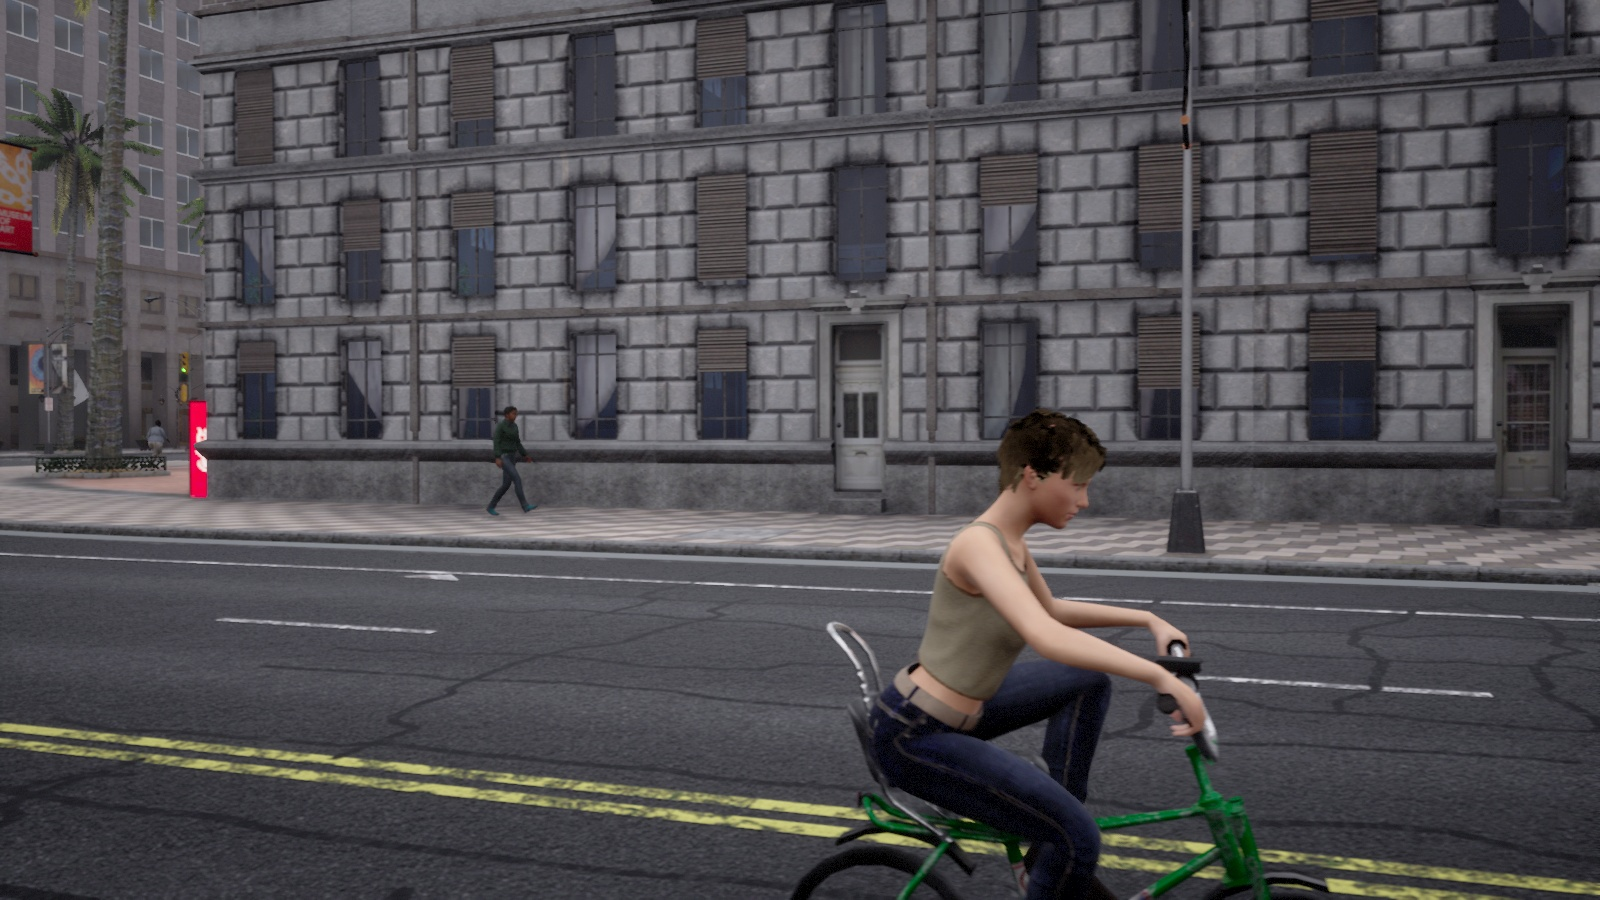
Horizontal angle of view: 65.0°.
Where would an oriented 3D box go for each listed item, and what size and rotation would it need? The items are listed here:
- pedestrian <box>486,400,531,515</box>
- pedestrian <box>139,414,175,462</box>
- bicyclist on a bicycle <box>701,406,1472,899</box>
[{"bbox_3d":[-4.743,0.112,20.436,0.614,1.847,0.353,1,1,23],"label":"pedestrian"},{"bbox_3d":[-25.078,-0.487,49.017,0.874,1.855,0.900,1,1,11],"label":"pedestrian"},{"bbox_3d":[0.637,0.716,2.949,1.509,1.612,0.866,1,1,19],"label":"bicyclist on a bicycle"}]
